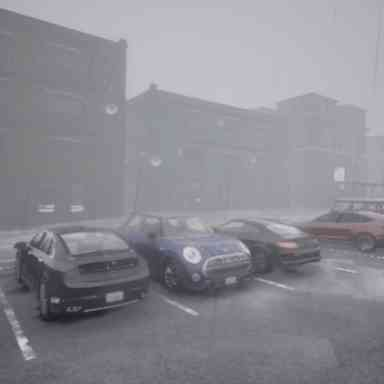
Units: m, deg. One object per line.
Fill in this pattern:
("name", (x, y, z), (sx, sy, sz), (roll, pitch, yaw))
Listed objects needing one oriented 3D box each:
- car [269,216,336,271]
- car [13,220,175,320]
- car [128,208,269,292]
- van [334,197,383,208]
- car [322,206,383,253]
("car", (1.846, 1.527, 10.756), (2.002, 1.452, 4.674), (0, 0, -35))
("car", (-2.685, 1.484, 7.522), (2.231, 1.521, 4.892), (0, 0, -35))
("car", (-0.440, 1.360, 9.169), (2.185, 1.767, 4.553), (0, 0, -35))
("van", (8.627, 1.265, 15.737), (1.878, 1.987, 4.442), (0, 0, -36))
("car", (6.361, 1.520, 14.013), (2.163, 1.488, 4.792), (0, 0, -35))
